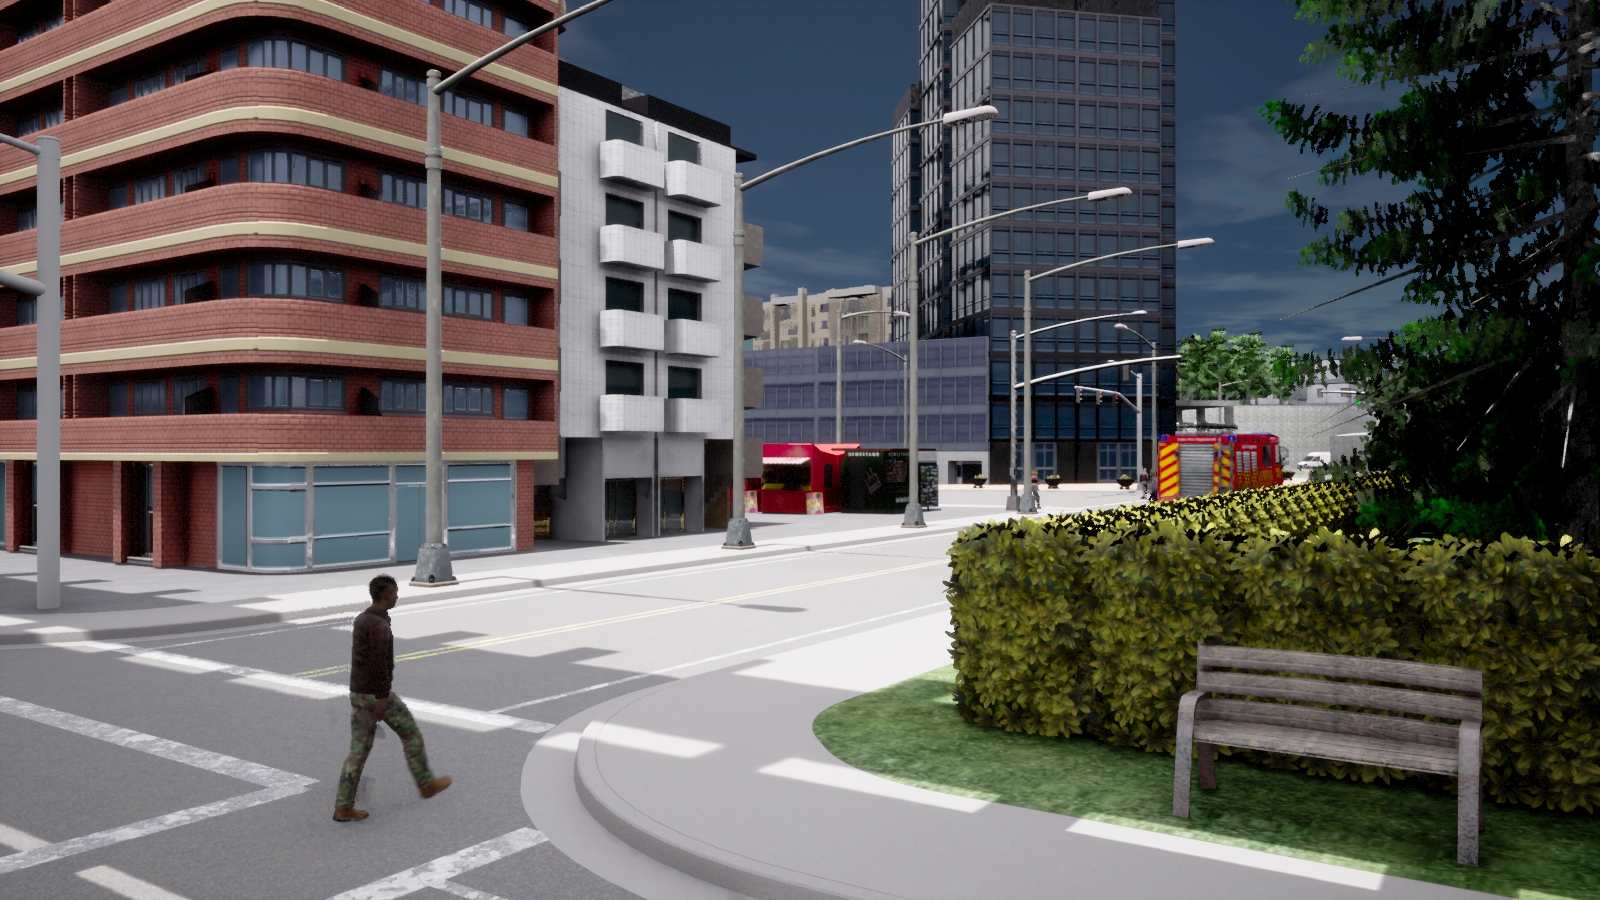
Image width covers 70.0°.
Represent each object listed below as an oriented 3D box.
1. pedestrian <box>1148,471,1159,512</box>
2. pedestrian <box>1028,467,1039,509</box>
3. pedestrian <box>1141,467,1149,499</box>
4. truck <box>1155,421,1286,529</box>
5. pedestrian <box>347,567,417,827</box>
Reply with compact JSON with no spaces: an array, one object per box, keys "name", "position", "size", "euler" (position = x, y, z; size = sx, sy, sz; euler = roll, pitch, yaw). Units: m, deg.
[{"name":"pedestrian","position":[16.027,1.868,51.775],"size":[0.375,1.860,0.375],"euler":[0,0,39]},{"name":"pedestrian","position":[10.486,1.706,51.339],"size":[0.375,1.860,0.375],"euler":[0,0,39]},{"name":"pedestrian","position":[19.871,1.891,65.839],"size":[0.375,1.860,0.375],"euler":[0,0,34]},{"name":"truck","position":[16.732,0.891,45.015],"size":[2.891,3.827,8.468],"euler":[0,0,34]},{"name":"pedestrian","position":[-3.178,1.848,8.690],"size":[0.375,1.860,0.375],"euler":[0,0,44]}]
